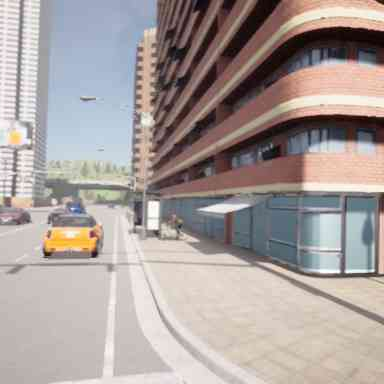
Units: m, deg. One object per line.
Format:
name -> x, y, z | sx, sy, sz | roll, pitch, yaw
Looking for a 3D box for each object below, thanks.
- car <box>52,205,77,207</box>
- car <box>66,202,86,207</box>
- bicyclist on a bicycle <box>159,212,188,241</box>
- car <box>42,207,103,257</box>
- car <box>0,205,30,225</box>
car -> -12.440, 2.277, 31.509 | 1.812, 1.442, 4.674 | 2, -2, -13
car -> -14.787, 2.252, 42.063 | 2.150, 2.045, 5.566 | 2, -2, -13
bicyclist on a bicycle -> -1.018, 1.927, 18.418 | 1.656, 1.620, 0.582 | 2, -2, -13
car -> -5.158, 1.758, 14.935 | 2.097, 1.767, 4.553 | 2, -2, -12
car -> -15.815, 2.131, 29.713 | 1.812, 1.442, 4.674 | 2, -2, -12
